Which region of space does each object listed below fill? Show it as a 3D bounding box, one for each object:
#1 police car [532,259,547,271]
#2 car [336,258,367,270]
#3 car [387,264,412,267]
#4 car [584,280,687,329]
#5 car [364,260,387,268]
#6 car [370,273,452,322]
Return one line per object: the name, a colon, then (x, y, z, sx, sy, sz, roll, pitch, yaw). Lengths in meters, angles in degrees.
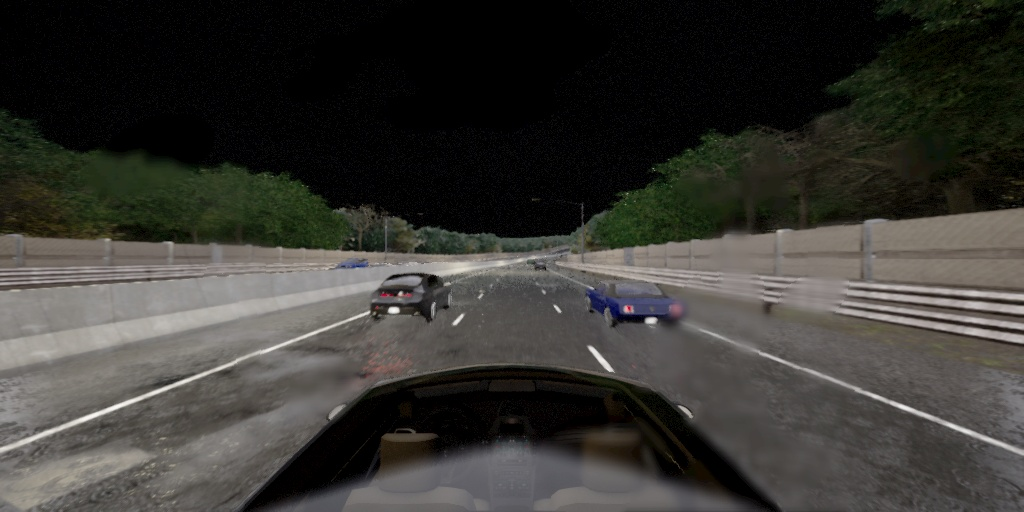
police car: (4.992, 1.721, 62.390, 1.930, 1.638, 5.238, 0, -1, 3)
car: (-20.278, 1.258, 45.926, 2.150, 2.045, 5.566, 0, 0, 3)
car: (-13.350, 1.647, 44.316, 1.895, 1.301, 4.718, 0, -1, 2)
car: (3.635, 1.426, 11.556, 1.895, 1.301, 4.718, 0, 0, 0)
car: (-16.776, 1.614, 46.004, 1.994, 1.385, 4.181, 0, -1, 3)
car: (-3.353, 1.321, 12.647, 1.837, 1.490, 4.892, 0, 0, 0)
